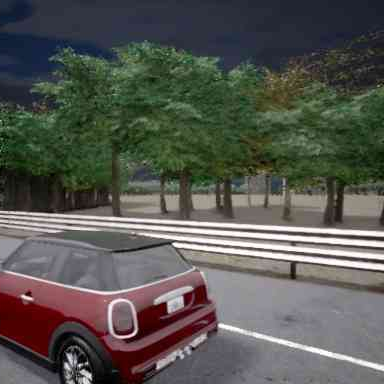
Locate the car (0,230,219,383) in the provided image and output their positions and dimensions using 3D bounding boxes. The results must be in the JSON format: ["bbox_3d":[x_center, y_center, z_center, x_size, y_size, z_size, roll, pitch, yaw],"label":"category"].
[{"bbox_3d":[-1.908,1.402,5.287,4.553,1.767,2.097,-1,-1,36],"label":"car"}]
